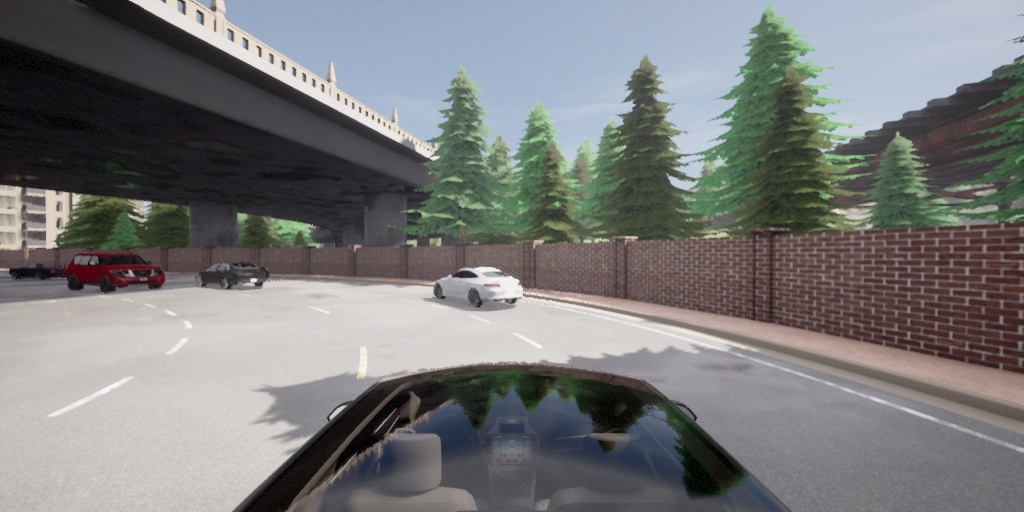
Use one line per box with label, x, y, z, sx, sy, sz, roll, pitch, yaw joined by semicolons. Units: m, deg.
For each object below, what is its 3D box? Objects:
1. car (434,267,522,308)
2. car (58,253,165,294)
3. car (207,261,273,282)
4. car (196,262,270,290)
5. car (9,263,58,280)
car;-1.486;1.177;14.669;1.812;1.442;4.674;0;0;-39
car;-21.630;0.843;19.541;5.566;2.045;2.150;0;0;21
car;-20.132;1.131;26.548;4.181;1.385;1.994;0;0;21
car;-16.720;1.111;21.308;4.892;1.490;1.837;0;0;27
car;-36.167;1.165;27.737;4.718;1.301;1.895;0;0;14
